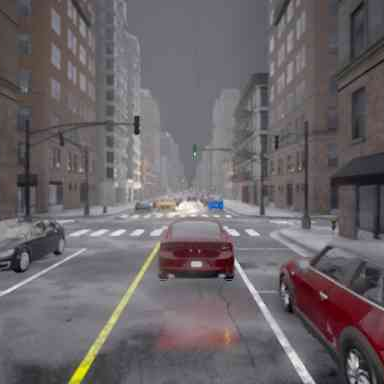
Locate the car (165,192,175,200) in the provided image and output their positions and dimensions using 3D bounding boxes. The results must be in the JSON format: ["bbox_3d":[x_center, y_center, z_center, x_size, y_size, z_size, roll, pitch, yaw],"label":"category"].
[{"bbox_3d":[-5.401,1.042,82.963,2.192,1.841,5.009,0,0,0],"label":"car"}]

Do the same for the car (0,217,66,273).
[{"bbox_3d":[-5.390,1.519,10.429,2.008,1.369,4.403,0,0,0],"label":"car"}]

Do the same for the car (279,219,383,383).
[{"bbox_3d":[2.636,1.425,4.920,1.967,1.590,4.097,0,0,0],"label":"car"}]

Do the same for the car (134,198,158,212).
[{"bbox_3d":[-5.394,1.436,37.510,2.008,1.369,4.403,0,0,0],"label":"car"}]

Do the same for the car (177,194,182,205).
[{"bbox_3d":[-2.808,1.421,46.743,1.994,1.385,4.181,0,0,0],"label":"car"}]

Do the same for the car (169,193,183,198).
[{"bbox_3d":[-2.793,1.354,55.602,1.812,1.442,4.674,0,0,1],"label":"car"}]

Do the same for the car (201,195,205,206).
[{"bbox_3d":[2.629,1.432,48.882,1.802,1.307,4.206,0,0,0],"label":"car"}]

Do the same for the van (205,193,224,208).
[{"bbox_3d":[2.631,1.226,37.519,1.690,1.788,3.998,0,0,0],"label":"van"}]

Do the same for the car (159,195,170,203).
[{"bbox_3d":[-5.398,1.357,65.920,1.947,1.339,4.313,0,0,0],"label":"car"}]

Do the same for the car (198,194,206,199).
[{"bbox_3d":[2.623,1.256,88.651,2.008,1.369,4.403,0,0,0],"label":"car"}]

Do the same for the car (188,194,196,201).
[{"bbox_3d":[-0.013,1.167,77.650,1.882,1.535,5.008,0,0,0],"label":"car"}]

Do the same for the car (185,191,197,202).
[{"bbox_3d":[-0.011,1.137,67.618,2.097,1.767,4.553,0,0,0],"label":"car"}]

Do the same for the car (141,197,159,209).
[{"bbox_3d":[-5.395,1.413,43.192,1.887,1.381,4.507,0,0,0],"label":"car"}]

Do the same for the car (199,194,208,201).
[{"bbox_3d":[2.625,1.188,77.288,1.967,1.590,4.097,0,0,0],"label":"car"}]

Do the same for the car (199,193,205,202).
[{"bbox_3d":[2.628,1.394,60.245,1.802,1.307,4.206,0,0,0],"label":"car"}]

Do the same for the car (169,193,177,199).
[{"bbox_3d":[-5.403,1.125,94.328,1.967,1.590,4.097,0,0,0],"label":"car"}]

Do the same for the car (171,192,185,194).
[{"bbox_3d":[-2.797,1.293,62.756,2.128,1.511,4.902,0,1,1],"label":"car"}]

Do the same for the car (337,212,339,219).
[{"bbox_3d":[12.091,1.578,22.416,4.181,1.385,1.994,0,0,0],"label":"car"}]

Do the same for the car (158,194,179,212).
[{"bbox_3d":[-2.838,1.362,37.792,1.882,1.535,5.008,0,0,0],"label":"car"}]

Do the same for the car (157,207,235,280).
[{"bbox_3d":[0.102,1.448,9.876,1.882,1.535,5.008,0,0,0],"label":"car"}]

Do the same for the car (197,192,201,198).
[{"bbox_3d":[2.627,1.106,65.926,2.192,1.841,5.009,0,0,0],"label":"car"}]
